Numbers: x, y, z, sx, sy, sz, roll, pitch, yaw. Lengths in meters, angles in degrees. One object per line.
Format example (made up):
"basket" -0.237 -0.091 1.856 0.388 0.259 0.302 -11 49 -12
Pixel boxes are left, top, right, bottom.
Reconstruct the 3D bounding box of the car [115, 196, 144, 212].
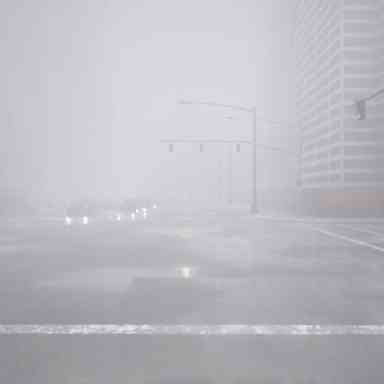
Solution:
"car" -7.045 1.495 37.868 1.837 1.490 4.892 0 0 0

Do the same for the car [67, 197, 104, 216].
"car" -10.590 1.344 32.752 2.097 1.767 4.553 0 0 1

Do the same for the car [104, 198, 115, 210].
"car" -10.537 1.467 41.884 1.882 1.535 5.008 0 0 0

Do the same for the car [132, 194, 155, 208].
"car" -7.027 1.479 48.218 2.128 1.511 4.902 0 0 0

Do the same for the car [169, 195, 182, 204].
"car" -3.407 1.475 64.127 2.128 1.511 4.902 0 0 0

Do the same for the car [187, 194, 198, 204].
"car" 0.093 1.531 64.122 2.033 1.411 5.357 0 0 0

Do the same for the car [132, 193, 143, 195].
"car" -10.401 1.536 68.724 2.033 1.411 5.357 0 0 0

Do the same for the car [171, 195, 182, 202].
"car" -3.392 1.335 74.412 2.128 1.511 4.902 0 0 0

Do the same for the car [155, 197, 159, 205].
"car" -6.995 1.586 58.542 1.895 1.301 4.718 0 0 0
